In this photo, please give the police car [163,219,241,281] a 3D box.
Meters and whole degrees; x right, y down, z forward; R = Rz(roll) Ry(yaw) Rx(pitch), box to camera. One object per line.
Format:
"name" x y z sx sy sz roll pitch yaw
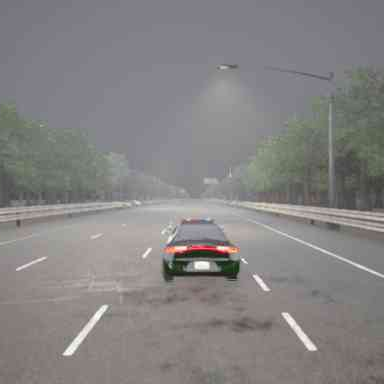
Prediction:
"police car" 0.167 1.596 10.280 2.038 1.542 4.974 0 -1 -2
